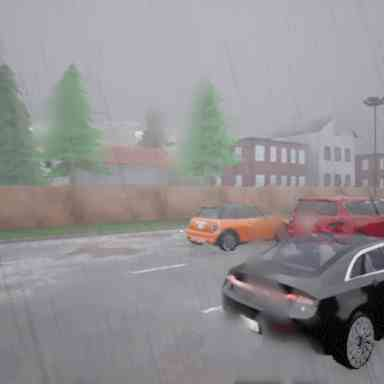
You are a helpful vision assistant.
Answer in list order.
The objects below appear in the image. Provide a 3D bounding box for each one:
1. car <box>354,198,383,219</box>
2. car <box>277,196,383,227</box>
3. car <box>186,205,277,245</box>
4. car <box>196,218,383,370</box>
[{"bbox_3d":[15.769,1.341,27.886,4.892,1.490,1.837,0,0,-35],"label":"car"},{"bbox_3d":[5.918,1.154,12.265,5.566,2.045,2.150,0,0,-35],"label":"car"},{"bbox_3d":[2.065,1.298,13.818,4.553,1.767,2.097,0,0,-35],"label":"car"},{"bbox_3d":[2.712,1.461,5.679,4.902,1.511,2.128,0,0,-35],"label":"car"}]
